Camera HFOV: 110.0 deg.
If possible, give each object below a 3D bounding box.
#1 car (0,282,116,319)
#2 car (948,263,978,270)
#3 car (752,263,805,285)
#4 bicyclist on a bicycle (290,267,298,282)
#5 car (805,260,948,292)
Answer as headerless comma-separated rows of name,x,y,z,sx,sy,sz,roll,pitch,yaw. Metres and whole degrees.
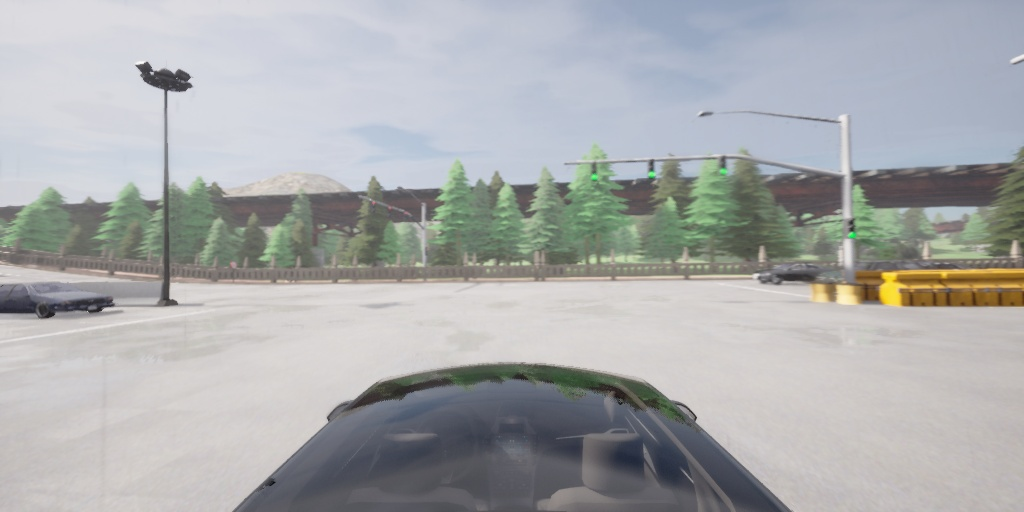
car,-20.078,1.820,15.213,5.357,1.411,2.033,-1,-1,6
car,23.999,1.104,21.012,4.892,1.490,1.837,-1,-1,6
car,19.587,1.221,25.031,4.902,1.511,2.128,-1,-1,6
bicyclist on a bicycle,-23.068,1.927,37.676,0.582,1.620,1.656,-1,0,6
car,18.193,1.012,18.146,4.553,1.767,2.097,-1,-1,6
